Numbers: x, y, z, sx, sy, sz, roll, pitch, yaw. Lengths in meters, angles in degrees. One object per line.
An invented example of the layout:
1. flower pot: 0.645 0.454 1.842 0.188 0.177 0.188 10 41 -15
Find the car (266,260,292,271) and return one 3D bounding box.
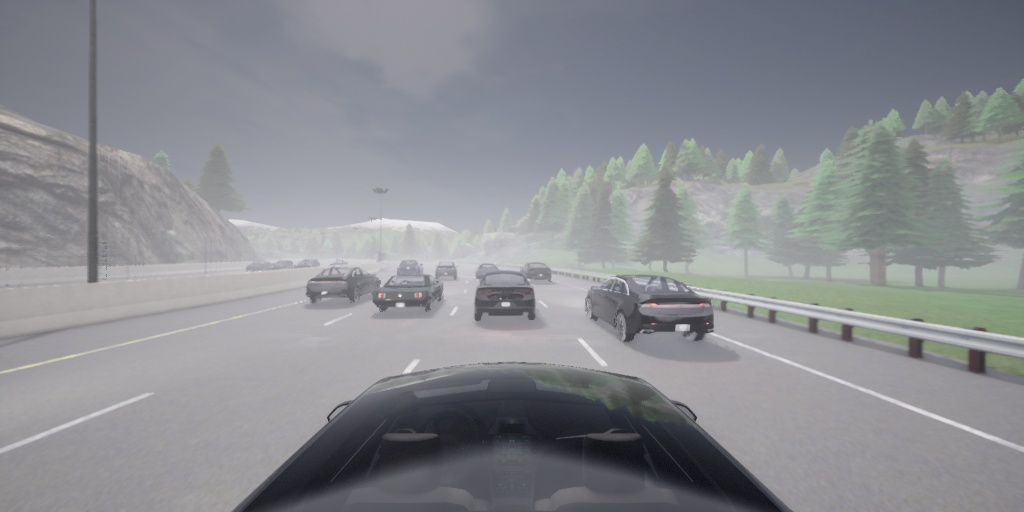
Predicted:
1. car: -30.756 1.313 48.369 1.837 1.490 4.892 0 0 -14

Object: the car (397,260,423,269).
1. car: -9.809 1.121 34.725 2.097 1.767 4.553 0 0 -9

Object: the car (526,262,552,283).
1. car: 1.766 1.225 28.291 1.882 1.535 5.008 0 0 -7

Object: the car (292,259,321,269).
1. car: -26.983 1.155 47.681 2.097 1.767 4.553 0 0 -14

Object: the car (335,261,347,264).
1. car: -23.955 1.343 50.092 2.033 1.411 5.357 0 0 -14

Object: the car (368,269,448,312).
1. car: -3.895 1.358 14.292 1.895 1.301 4.718 0 0 -4

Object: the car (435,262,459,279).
1. car: -5.825 1.253 32.029 2.128 1.511 4.902 0 0 -8

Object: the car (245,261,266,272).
1. car: -34.637 1.363 49.515 2.033 1.411 5.357 0 0 -14

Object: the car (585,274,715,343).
1. car: 3.340 1.236 9.651 2.128 1.511 4.902 0 0 -2

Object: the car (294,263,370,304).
1. car: -7.575 1.256 16.568 2.128 1.511 4.902 0 0 -4

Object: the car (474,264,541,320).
1. car: -0.304 1.229 12.712 1.882 1.535 5.008 0 0 -3
